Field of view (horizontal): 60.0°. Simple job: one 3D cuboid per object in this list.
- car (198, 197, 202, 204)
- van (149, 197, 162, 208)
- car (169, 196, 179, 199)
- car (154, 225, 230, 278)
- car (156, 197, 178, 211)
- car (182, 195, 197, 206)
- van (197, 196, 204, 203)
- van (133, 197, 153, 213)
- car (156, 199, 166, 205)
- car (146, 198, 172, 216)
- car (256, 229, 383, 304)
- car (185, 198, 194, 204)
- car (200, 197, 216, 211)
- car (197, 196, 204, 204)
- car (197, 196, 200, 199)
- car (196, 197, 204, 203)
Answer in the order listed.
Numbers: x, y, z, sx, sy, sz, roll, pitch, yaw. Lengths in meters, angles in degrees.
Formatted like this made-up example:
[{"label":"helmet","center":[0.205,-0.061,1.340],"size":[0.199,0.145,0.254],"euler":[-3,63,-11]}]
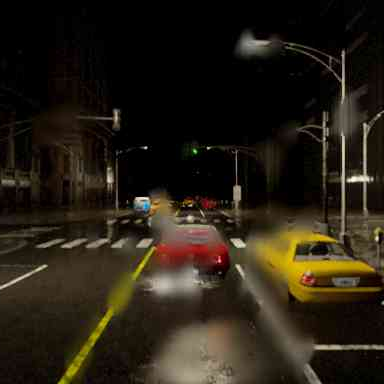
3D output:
[{"label":"car","center":[2.377,1.868,51.655],"size":[1.887,1.381,4.507],"euler":[0,0,0]},{"label":"van","center":[-6.219,1.703,57.132],"size":[1.690,1.788,3.998],"euler":[0,0,0]},{"label":"car","center":[-3.508,1.851,54.935],"size":[1.837,1.490,4.892],"euler":[0,0,0]},{"label":"car","center":[-0.005,1.663,10.260],"size":[1.895,1.301,4.718],"euler":[0,0,0]},{"label":"car","center":[-3.441,1.770,44.802],"size":[2.128,1.511,4.902],"euler":[0,0,0]},{"label":"car","center":[-0.506,1.895,65.403],"size":[1.882,1.535,5.008],"euler":[0,0,0]},{"label":"van","center":[2.109,1.890,84.807],"size":[1.690,1.788,3.998],"euler":[0,0,0]},{"label":"van","center":[-6.091,1.592,40.558],"size":[1.690,1.788,3.998],"euler":[0,0,0]},{"label":"car","center":[-6.303,2.018,68.180],"size":[1.802,1.307,4.206],"euler":[0,0,0]},{"label":"car","center":[-3.360,1.692,34.915],"size":[1.882,1.535,5.008],"euler":[0,0,-2]},{"label":"car","center":[2.709,1.574,8.209],"size":[1.752,1.417,4.829],"euler":[0,0,0]},{"label":"car","center":[-0.588,1.933,75.851],"size":[1.895,1.301,4.718],"euler":[0,0,0]},{"label":"car","center":[2.422,1.832,46.130],"size":[1.887,1.381,4.507],"euler":[0,0,0]},{"label":"car","center":[2.333,1.906,57.180],"size":[1.887,1.381,4.507],"euler":[0,0,0]},{"label":"car","center":[2.287,1.925,62.875],"size":[1.752,1.417,4.829],"euler":[0,0,0]},{"label":"car","center":[2.065,2.138,90.331],"size":[2.008,1.369,4.403],"euler":[0,0,0]}]
